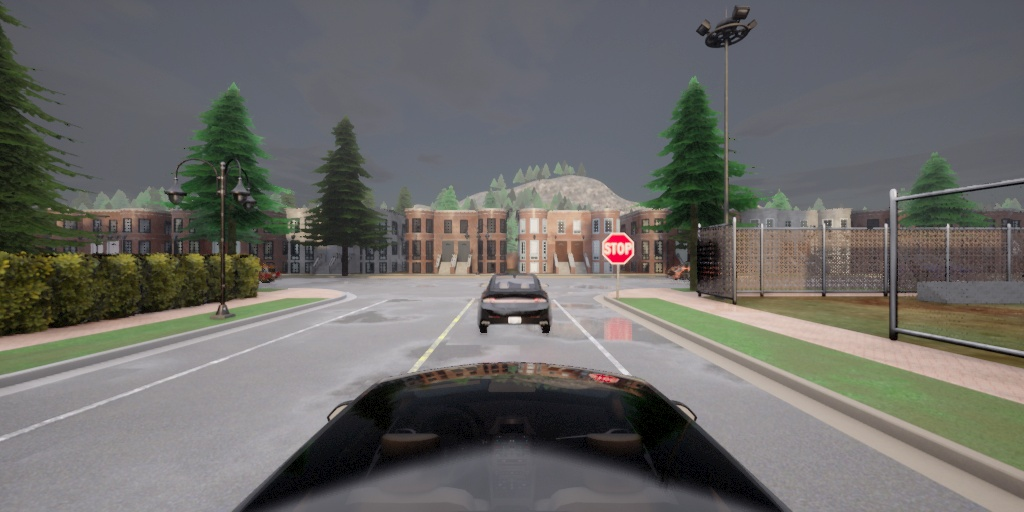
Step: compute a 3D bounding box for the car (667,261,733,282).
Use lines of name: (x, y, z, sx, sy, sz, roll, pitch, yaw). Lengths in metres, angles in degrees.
car: (14.710, 1.091, 28.260, 4.553, 1.767, 2.097, 0, 0, 0)

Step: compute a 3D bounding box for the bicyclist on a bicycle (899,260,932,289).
bicyclist on a bicycle: (21.728, 1.039, 19.315, 0.582, 1.620, 1.656, 0, 0, 0)

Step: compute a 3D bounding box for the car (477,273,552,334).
car: (0.076, 1.246, 10.595, 2.128, 1.511, 4.902, 0, 0, 0)

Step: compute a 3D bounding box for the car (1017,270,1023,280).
car: (43.310, 1.340, 28.386, 4.718, 1.301, 1.895, 0, 0, 0)

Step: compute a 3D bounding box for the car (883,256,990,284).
car: (29.012, 0.959, 24.647, 5.566, 2.045, 2.150, 0, 0, 0)

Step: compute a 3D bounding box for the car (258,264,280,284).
car: (-18.974, 0.959, 24.369, 5.566, 2.045, 2.150, 0, 0, 0)
